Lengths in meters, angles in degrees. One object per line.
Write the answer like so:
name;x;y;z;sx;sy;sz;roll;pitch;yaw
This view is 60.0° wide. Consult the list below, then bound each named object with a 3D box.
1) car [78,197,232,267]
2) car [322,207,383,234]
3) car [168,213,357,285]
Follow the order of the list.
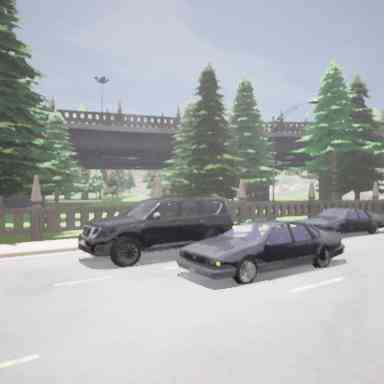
car;-1.029;1.208;11.687;5.566;2.045;2.150;0;0;-34
car;7.876;1.510;17.314;5.357;1.411;2.033;0;0;-31
car;2.222;1.530;9.663;5.357;1.411;2.033;0;0;-34
